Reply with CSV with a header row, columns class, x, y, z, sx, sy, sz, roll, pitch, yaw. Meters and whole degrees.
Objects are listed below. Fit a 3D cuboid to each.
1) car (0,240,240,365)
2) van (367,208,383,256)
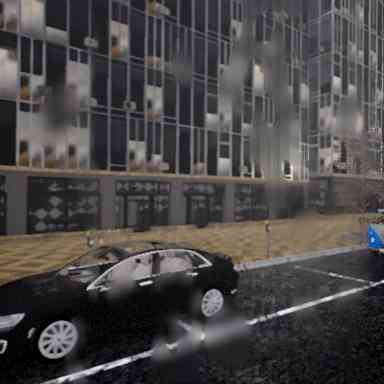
class,x,y,z,sx,sy,sz,roll,pitch,yaw
car,-1.119,1.574,5.760,4.403,1.369,2.008,1,0,-35
van,8.152,1.470,12.371,3.998,1.788,1.690,1,0,-35
